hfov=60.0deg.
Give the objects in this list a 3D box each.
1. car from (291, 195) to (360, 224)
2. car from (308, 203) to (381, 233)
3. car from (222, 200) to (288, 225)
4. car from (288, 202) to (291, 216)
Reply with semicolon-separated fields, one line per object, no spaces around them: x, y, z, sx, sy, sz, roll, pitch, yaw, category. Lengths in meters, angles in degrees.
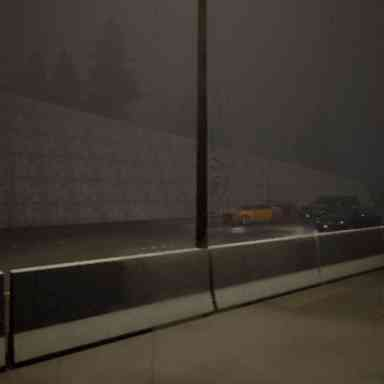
10.030;1.268;23.961;5.566;2.045;2.150;1;0;-35;car
8.964;1.563;18.939;4.674;1.442;1.812;0;0;-35;car
4.423;1.513;24.302;5.008;1.535;1.882;0;0;-35;car
7.777;1.542;30.923;4.902;1.511;2.128;0;0;-35;car
